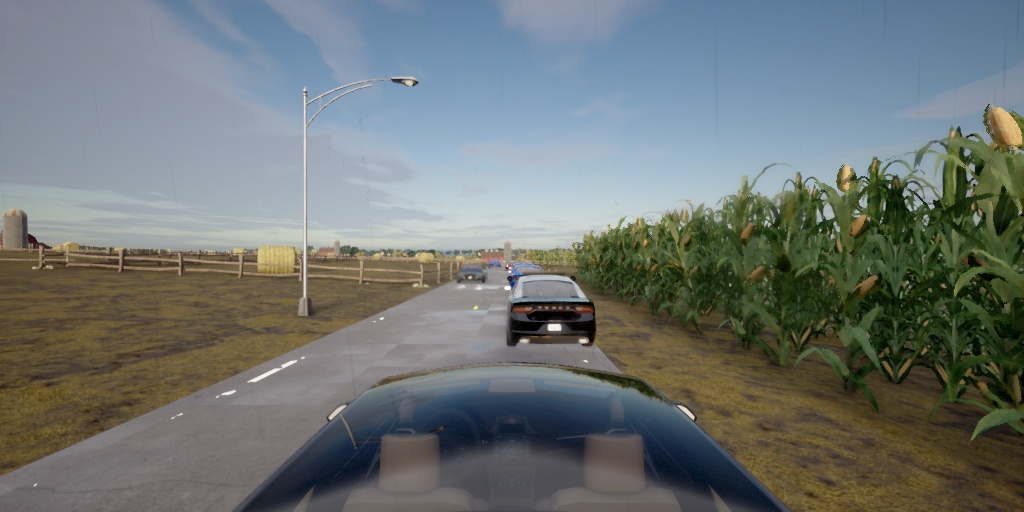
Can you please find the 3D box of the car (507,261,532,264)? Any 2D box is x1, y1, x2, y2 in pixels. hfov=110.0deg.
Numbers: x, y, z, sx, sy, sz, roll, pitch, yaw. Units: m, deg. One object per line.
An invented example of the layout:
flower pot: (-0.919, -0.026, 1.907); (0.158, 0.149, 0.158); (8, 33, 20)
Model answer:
car: (0.819, 1.212, 19.374); (1.882, 1.535, 5.008); (0, 0, 0)

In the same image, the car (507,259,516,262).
car: (0.813, 1.199, 25.373); (1.882, 1.535, 5.008); (0, 0, 0)

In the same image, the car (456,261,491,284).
car: (-2.859, 1.286, 26.504); (1.994, 1.385, 4.181); (0, 0, 0)

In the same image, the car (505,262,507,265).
car: (0.019, 1.291, 47.726); (1.895, 1.301, 4.718); (0, 0, 0)

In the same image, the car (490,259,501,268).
car: (-2.768, 1.179, 58.083); (1.882, 1.535, 5.008); (0, 0, 0)

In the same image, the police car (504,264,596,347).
police car: (0.822, 1.170, 9.483); (1.930, 1.638, 5.238); (0, 0, 0)
